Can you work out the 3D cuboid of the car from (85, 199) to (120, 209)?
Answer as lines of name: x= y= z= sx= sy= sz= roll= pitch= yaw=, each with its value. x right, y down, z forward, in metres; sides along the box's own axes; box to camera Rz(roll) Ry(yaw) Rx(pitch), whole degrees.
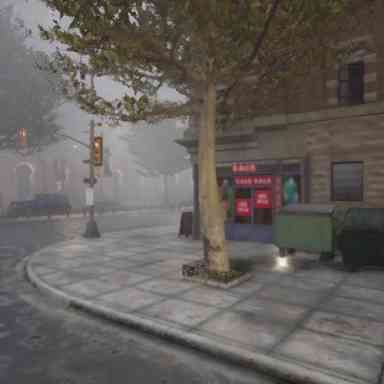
car: x=-12.141 y=1.564 z=45.255 sx=1.895 sy=1.301 sz=4.718 roll=0 pitch=0 yaw=36

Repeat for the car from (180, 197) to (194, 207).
car: x=0.365 y=1.522 z=51.073 sx=2.033 sy=1.411 sz=5.357 roll=0 pitch=0 yaw=36

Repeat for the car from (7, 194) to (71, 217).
car: x=-14.170 y=1.196 z=31.210 sx=2.150 sy=2.045 sz=5.566 roll=0 pitch=0 yaw=36
